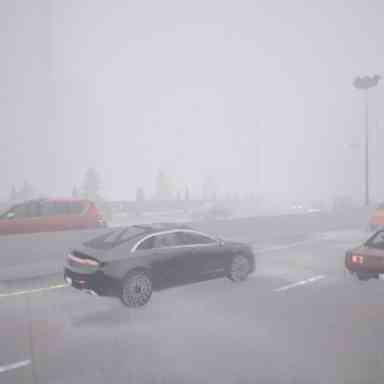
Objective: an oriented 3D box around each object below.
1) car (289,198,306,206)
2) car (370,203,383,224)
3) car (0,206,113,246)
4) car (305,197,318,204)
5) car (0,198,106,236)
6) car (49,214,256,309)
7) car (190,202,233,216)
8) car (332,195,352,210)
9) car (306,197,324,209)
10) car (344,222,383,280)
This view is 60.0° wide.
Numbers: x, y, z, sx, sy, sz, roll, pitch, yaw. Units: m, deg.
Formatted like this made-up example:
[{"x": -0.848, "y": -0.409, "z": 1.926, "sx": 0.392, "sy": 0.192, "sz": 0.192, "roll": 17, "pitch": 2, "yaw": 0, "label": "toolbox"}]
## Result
[{"x": 20.407, "y": 1.950, "z": 64.801, "sx": 2.128, "sy": 1.511, "sz": 4.902, "roll": 0, "pitch": -1, "yaw": 15, "label": "car"}, {"x": 12.728, "y": 1.416, "z": 20.701, "sx": 2.097, "sy": 1.767, "sz": 4.553, "roll": 0, "pitch": -1, "yaw": 42, "label": "car"}, {"x": -6.727, "y": 1.567, "z": 16.708, "sx": 4.902, "sy": 1.511, "sz": 2.128, "roll": 0, "pitch": 0, "yaw": -39, "label": "car"}, {"x": 29.969, "y": 2.065, "z": 83.630, "sx": 1.882, "sy": 1.535, "sz": 5.008, "roll": 0, "pitch": -1, "yaw": 3, "label": "car"}, {"x": -6.178, "y": 1.280, "z": 12.658, "sx": 5.566, "sy": 2.045, "sz": 2.150, "roll": 0, "pitch": 0, "yaw": -38, "label": "car"}, {"x": -0.516, "y": 1.521, "z": 8.026, "sx": 4.902, "sy": 1.511, "sz": 2.128, "roll": 0, "pitch": 0, "yaw": -38, "label": "car"}, {"x": 1.841, "y": 1.661, "z": 29.745, "sx": 1.812, "sy": 1.442, "sz": 4.674, "roll": 0, "pitch": 0, "yaw": 41, "label": "car"}, {"x": 20.096, "y": 1.442, "z": 44.404, "sx": 2.150, "sy": 2.045, "sz": 5.566, "roll": 0, "pitch": 0, "yaw": 27, "label": "car"}, {"x": 18.678, "y": 1.764, "z": 49.620, "sx": 2.128, "sy": 1.511, "sz": 4.902, "roll": 0, "pitch": 0, "yaw": 24, "label": "car"}, {"x": 5.995, "y": 1.621, "z": 8.881, "sx": 4.718, "sy": 1.301, "sz": 1.895, "roll": 0, "pitch": 0, "yaw": -42, "label": "car"}]
